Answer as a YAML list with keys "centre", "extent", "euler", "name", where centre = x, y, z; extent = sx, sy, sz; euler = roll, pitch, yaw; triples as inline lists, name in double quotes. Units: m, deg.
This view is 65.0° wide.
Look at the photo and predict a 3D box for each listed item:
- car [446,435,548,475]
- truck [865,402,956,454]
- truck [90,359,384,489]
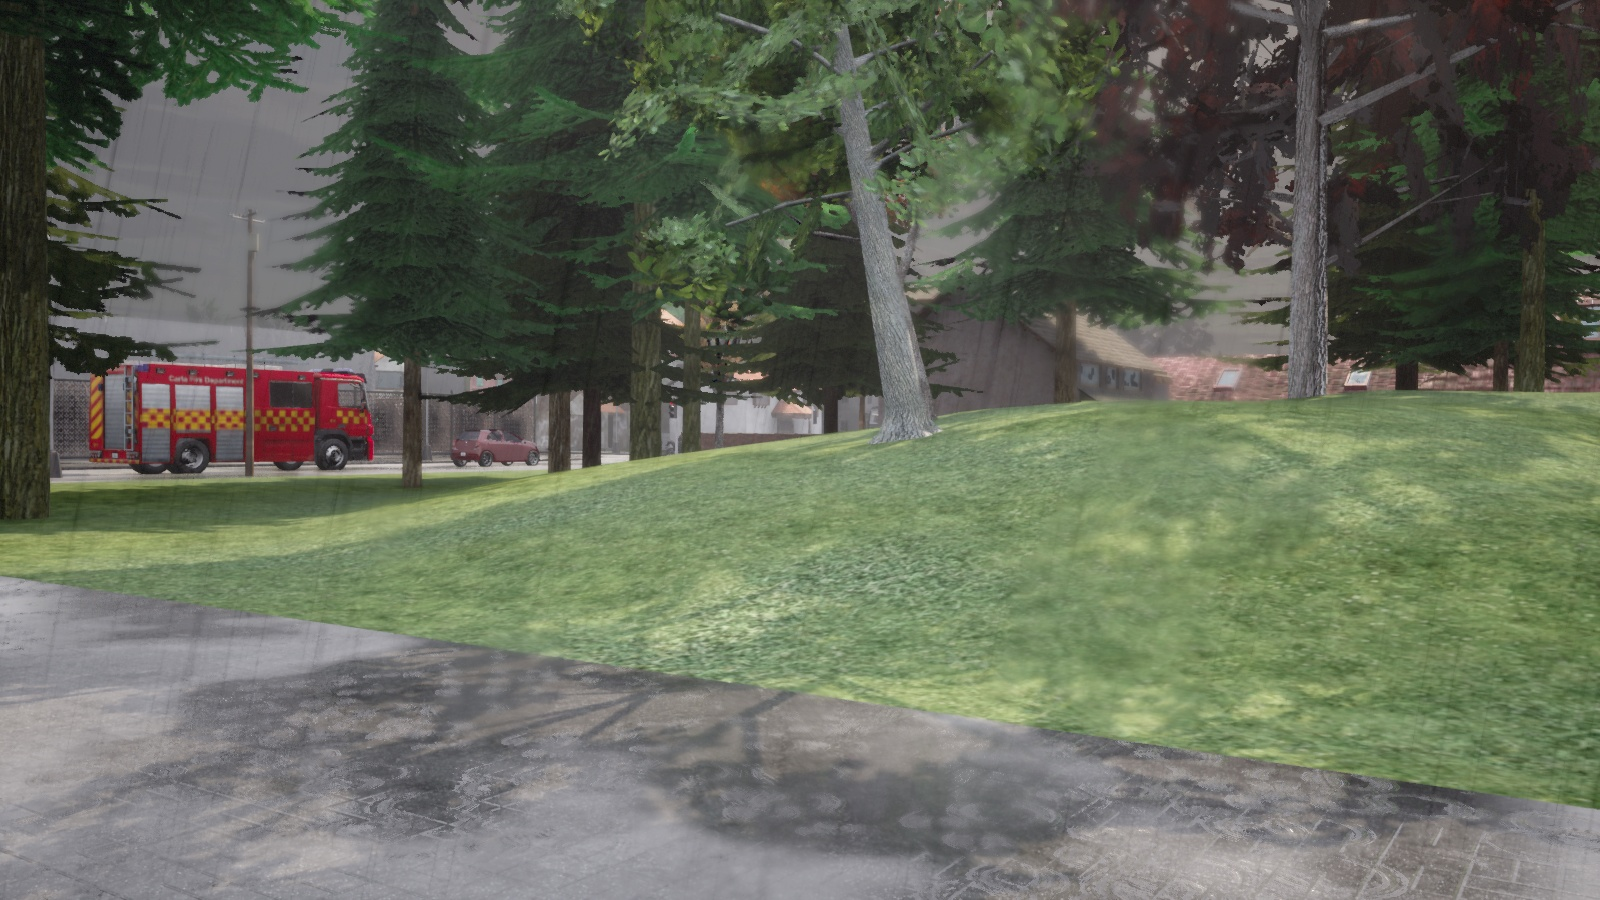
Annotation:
- centre: [-12.067, 0.169, 50.173]
  extent: [1.845, 1.501, 3.633]
  euler: [0, 1, 33]
  name: "car"
- centre: [7.773, -1.513, 87.329]
  extent: [2.891, 3.462, 7.936]
  euler: [0, 1, 33]
  name: "truck"
- centre: [-18.100, -0.831, 41.094]
  extent: [2.891, 3.827, 8.468]
  euler: [0, 1, 34]
  name: "truck"
